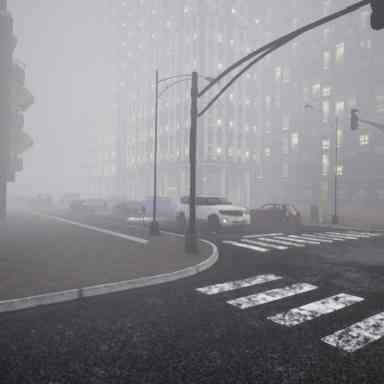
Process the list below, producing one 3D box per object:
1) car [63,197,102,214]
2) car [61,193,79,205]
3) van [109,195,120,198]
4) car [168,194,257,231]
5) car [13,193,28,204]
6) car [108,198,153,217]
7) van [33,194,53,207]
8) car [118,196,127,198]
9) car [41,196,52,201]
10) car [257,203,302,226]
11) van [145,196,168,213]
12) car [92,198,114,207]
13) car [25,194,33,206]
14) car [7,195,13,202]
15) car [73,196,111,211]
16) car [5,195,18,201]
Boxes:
[{"bbox_3d":[-10.889,1.427,32.897,2.008,1.369,4.403,1,-1,-35],"label":"car"},{"bbox_3d":[-20.505,1.181,56.287,2.150,2.045,5.566,1,-1,-35],"label":"car"},{"bbox_3d":[-10.591,1.368,46.961,1.690,1.788,3.998,1,-1,-35],"label":"van"},{"bbox_3d":[1.050,1.176,20.574,2.150,2.045,5.566,1,-1,-36],"label":"car"},{"bbox_3d":[-30.501,1.155,60.537,2.192,1.841,5.009,1,-1,-35],"label":"car"},{"bbox_3d":[-5.587,1.498,29.908,1.994,1.385,4.181,1,-1,-35],"label":"car"},{"bbox_3d":[-20.693,1.197,46.718,1.690,1.788,3.998,1,-1,-35],"label":"van"},{"bbox_3d":[-7.325,1.584,42.352,2.008,1.369,4.403,1,-1,-35],"label":"car"},{"bbox_3d":[-36.749,1.570,83.809,1.802,1.307,4.206,1,-1,-35],"label":"car"},{"bbox_3d":[5.754,1.505,23.928,1.967,1.590,4.097,1,-1,-35],"label":"car"},{"bbox_3d":[-4.053,1.382,37.748,1.690,1.788,3.998,1,-1,-35],"label":"van"},{"bbox_3d":[-13.864,1.586,51.565,1.947,1.339,4.313,1,-1,-35],"label":"car"},{"bbox_3d":[-23.966,1.432,51.322,1.802,1.307,4.206,1,-1,-35],"label":"car"},{"bbox_3d":[-37.043,1.396,69.748,1.947,1.339,4.313,1,-1,-35],"label":"car"},{"bbox_3d":[-11.695,1.468,38.519,2.033,1.411,5.357,1,-1,-35],"label":"car"},{"bbox_3d":[-40.312,1.378,74.354,2.008,1.369,4.403,1,-1,-35],"label":"car"}]
